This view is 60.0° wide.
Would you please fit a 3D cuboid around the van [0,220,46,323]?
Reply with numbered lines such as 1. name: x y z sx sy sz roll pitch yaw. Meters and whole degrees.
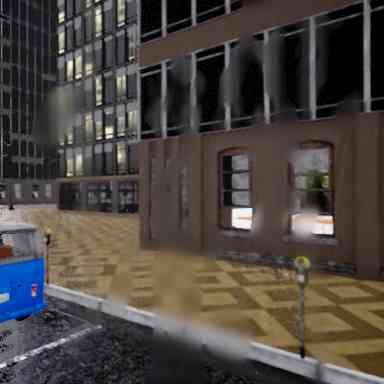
1. van: -4.343 1.343 5.975 3.998 1.788 1.690 0 0 35
